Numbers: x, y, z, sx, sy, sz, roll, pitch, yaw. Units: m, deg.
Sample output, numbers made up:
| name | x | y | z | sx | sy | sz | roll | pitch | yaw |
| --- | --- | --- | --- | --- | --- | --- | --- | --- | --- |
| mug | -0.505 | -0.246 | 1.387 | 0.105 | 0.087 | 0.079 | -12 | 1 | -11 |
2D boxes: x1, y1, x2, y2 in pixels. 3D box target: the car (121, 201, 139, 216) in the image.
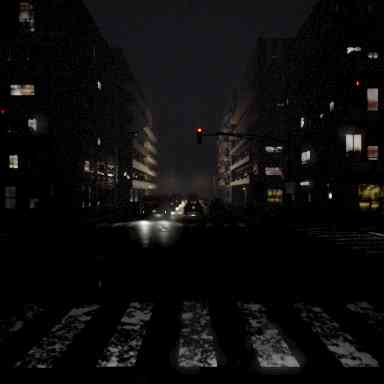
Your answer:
| name | x | y | z | sx | sy | sz | roll | pitch | yaw |
| --- | --- | --- | --- | --- | --- | --- | --- | --- | --- |
| car | -5.648 | 1.572 | 32.148 | 1.947 | 1.339 | 4.313 | 0 | 0 | 0 |

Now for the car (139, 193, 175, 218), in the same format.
| name | x | y | z | sx | sy | sz | roll | pitch | yaw |
| --- | --- | --- | --- | --- | --- | --- | --- | --- | --- |
| car | -3.079 | 1.227 | 30.120 | 2.150 | 2.045 | 5.566 | 0 | 0 | 1 |

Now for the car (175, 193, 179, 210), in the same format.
| name | x | y | z | sx | sy | sz | roll | pitch | yaw |
| --- | --- | --- | --- | --- | --- | --- | --- | --- | --- |
| car | -3.045 | 1.361 | 40.032 | 2.097 | 1.767 | 4.553 | 0 | 0 | 0 |

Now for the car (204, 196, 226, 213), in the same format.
| name | x | y | z | sx | sy | sz | roll | pitch | yaw |
| --- | --- | --- | --- | --- | --- | --- | --- | --- | --- |
| car | 2.738 | 1.448 | 37.822 | 1.967 | 1.590 | 4.097 | 0 | 0 | 0 |

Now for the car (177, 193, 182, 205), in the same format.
| name | x | y | z | sx | sy | sz | roll | pitch | yaw |
| --- | --- | --- | --- | --- | --- | --- | --- | --- | --- |
| car | -3.024 | 1.366 | 49.931 | 2.097 | 1.767 | 4.553 | 0 | 0 | 0 |

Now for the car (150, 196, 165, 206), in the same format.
| name | x | y | z | sx | sy | sz | roll | pitch | yaw |
| --- | --- | --- | --- | --- | --- | --- | --- | --- | --- |
| car | -5.620 | 1.457 | 54.878 | 1.967 | 1.590 | 4.097 | 0 | 0 | 0 |

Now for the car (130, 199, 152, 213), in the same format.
| name | x | y | z | sx | sy | sz | roll | pitch | yaw |
| --- | --- | --- | --- | --- | --- | --- | --- | --- | --- |
| car | -5.642 | 1.533 | 37.661 | 1.752 | 1.417 | 4.829 | 0 | 0 | 0 |

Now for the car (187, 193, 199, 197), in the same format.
| name | x | y | z | sx | sy | sz | roll | pitch | yaw |
| --- | --- | --- | --- | --- | --- | --- | --- | --- | --- |
| car | 0.186 | 1.245 | 63.276 | 2.150 | 2.045 | 5.566 | 0 | 0 | 0 |

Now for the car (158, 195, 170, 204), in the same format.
| name | x | y | z | sx | sy | sz | roll | pitch | yaw |
| --- | --- | --- | --- | --- | --- | --- | --- | --- | --- |
| car | -5.605 | 1.464 | 66.244 | 1.967 | 1.590 | 4.097 | 0 | 0 | 0 |

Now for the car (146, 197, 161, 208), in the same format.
| name | x | y | z | sx | sy | sz | roll | pitch | yaw |
| --- | --- | --- | --- | --- | --- | --- | --- | --- | --- |
| car | -5.627 | 1.539 | 49.026 | 1.752 | 1.417 | 4.829 | 0 | 0 | 0 |

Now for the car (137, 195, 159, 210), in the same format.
| name | x | y | z | sx | sy | sz | roll | pitch | yaw |
| --- | --- | --- | --- | --- | --- | --- | --- | --- | --- |
| car | -5.635 | 1.326 | 43.513 | 2.192 | 1.841 | 5.009 | 0 | 0 | 0 |

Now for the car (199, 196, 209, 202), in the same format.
| name | x | y | z | sx | sy | sz | roll | pitch | yaw |
| --- | --- | --- | --- | --- | --- | --- | --- | --- | --- |
| car | 2.789 | 1.584 | 77.599 | 2.008 | 1.369 | 4.403 | 0 | 0 | 0 |

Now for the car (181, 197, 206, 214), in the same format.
| name | x | y | z | sx | sy | sz | roll | pitch | yaw |
| --- | --- | --- | --- | --- | --- | --- | --- | --- | --- |
| car | 0.154 | 1.571 | 36.154 | 1.994 | 1.385 | 4.181 | 0 | 0 | 0 |

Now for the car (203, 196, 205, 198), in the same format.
| name | x | y | z | sx | sy | sz | roll | pitch | yaw |
| --- | --- | --- | --- | --- | --- | --- | --- | --- | --- |
| car | 2.746 | 1.451 | 43.504 | 1.967 | 1.590 | 4.097 | 0 | 0 | 0 |

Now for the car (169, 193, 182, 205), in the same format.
| name | x | y | z | sx | sy | sz | roll | pitch | yaw |
| --- | --- | --- | --- | --- | --- | --- | --- | --- | --- |
| car | -2.964 | 1.242 | 60.490 | 2.150 | 2.045 | 5.566 | 0 | 0 | 1 |
